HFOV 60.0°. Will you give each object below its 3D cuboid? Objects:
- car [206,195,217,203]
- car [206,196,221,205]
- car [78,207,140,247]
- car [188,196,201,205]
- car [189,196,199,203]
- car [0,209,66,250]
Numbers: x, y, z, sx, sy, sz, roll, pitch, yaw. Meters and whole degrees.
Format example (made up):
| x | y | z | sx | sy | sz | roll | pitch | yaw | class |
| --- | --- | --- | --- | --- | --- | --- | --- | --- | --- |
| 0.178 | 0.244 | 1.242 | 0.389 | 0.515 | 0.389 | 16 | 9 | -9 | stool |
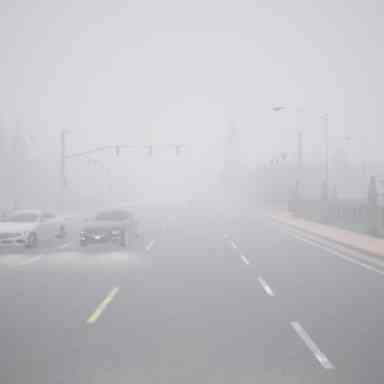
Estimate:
| x | y | z | sx | sy | sz | roll | pitch | yaw | class |
| --- | --- | --- | --- | --- | --- | --- | --- | --- | --- |
| 3.829 | 1.446 | 66.662 | 1.812 | 1.442 | 4.674 | 0 | 0 | 0 | car |
| 3.912 | 1.503 | 56.875 | 1.994 | 1.385 | 4.181 | 0 | 0 | 0 | car |
| -3.529 | 1.491 | 14.931 | 1.837 | 1.490 | 4.892 | 0 | -1 | 1 | car |
| 0.408 | 1.465 | 56.379 | 1.812 | 1.442 | 4.674 | 0 | 0 | 0 | car |
| 0.329 | 1.474 | 66.663 | 2.033 | 1.411 | 5.357 | 0 | 0 | 0 | car |
| -7.035 | 1.509 | 14.453 | 1.812 | 1.442 | 4.674 | 0 | 0 | 1 | car |
